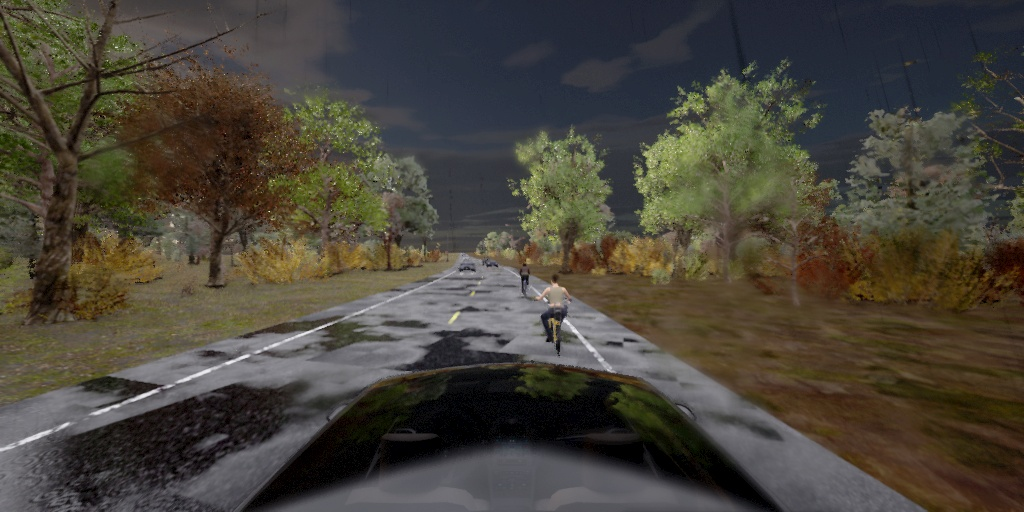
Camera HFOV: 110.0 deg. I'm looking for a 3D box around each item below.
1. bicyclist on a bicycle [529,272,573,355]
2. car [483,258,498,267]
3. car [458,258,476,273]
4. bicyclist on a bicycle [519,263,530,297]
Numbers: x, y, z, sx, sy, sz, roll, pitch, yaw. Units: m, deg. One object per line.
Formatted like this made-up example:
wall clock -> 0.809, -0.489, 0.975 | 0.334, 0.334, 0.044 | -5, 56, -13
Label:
bicyclist on a bicycle -> 0.912, 1.185, 7.703 | 0.866, 1.612, 1.509 | 0, 0, -1
car -> -3.461, 1.269, 61.378 | 1.895, 1.301, 4.718 | 0, 0, -7
car -> -5.395, 1.278, 43.433 | 1.994, 1.385, 4.181 | 0, 0, -5
bicyclist on a bicycle -> 0.646, 1.199, 18.009 | 0.582, 1.620, 1.656 | 0, 0, -2
